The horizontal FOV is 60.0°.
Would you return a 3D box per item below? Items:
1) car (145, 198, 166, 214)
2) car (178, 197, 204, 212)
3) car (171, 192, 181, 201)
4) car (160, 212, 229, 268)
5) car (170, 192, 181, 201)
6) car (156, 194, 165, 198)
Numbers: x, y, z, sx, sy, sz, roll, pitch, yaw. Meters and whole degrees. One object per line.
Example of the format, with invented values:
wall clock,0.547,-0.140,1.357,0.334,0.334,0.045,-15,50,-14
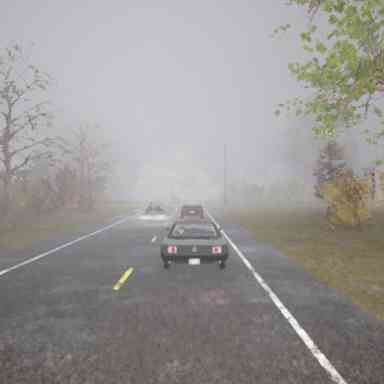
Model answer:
car,-3.753,1.553,34.865,1.895,1.301,4.718,0,0,-1
car,-0.001,1.440,29.410,1.882,1.535,5.008,0,0,0
car,-3.826,0.940,79.971,2.150,2.045,5.566,0,0,0
car,0.069,1.588,11.214,1.895,1.301,4.718,0,0,0
car,-3.677,1.190,72.644,1.812,1.442,4.674,0,0,-2
car,-7.276,1.200,77.101,1.994,1.385,4.181,0,0,-3
